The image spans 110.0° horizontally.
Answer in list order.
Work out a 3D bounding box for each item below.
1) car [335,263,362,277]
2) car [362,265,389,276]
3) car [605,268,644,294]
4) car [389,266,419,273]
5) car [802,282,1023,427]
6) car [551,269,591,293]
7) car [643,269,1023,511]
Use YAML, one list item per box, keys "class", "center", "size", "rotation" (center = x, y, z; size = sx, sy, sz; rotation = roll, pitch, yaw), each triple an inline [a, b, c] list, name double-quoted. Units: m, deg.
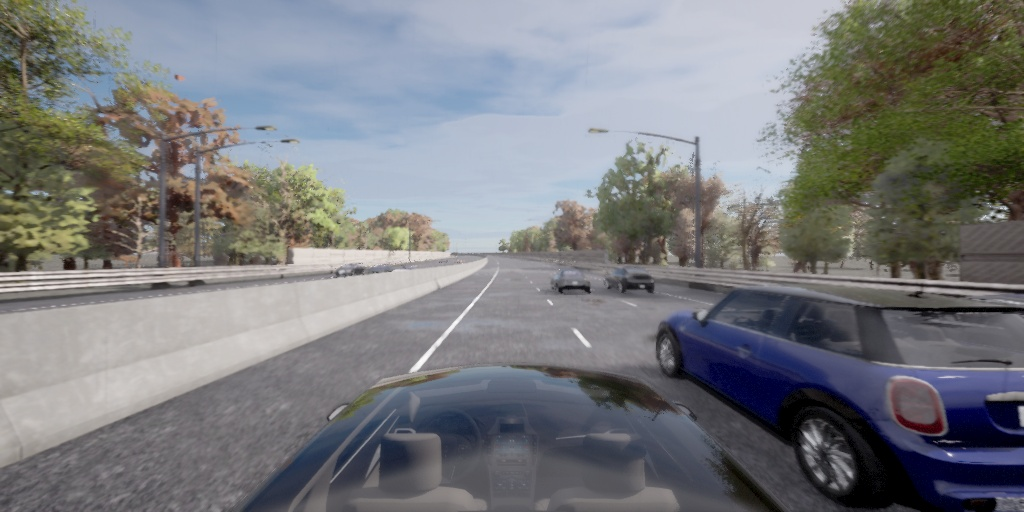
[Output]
- class: "car"
  center: [-17.770, 1.553, 39.738]
  size: [2.128, 1.511, 4.902]
  rotation: [0, 0, -1]
- class: "car"
  center: [-14.266, 1.624, 39.278]
  size: [1.994, 1.385, 4.181]
  rotation: [0, 0, -1]
- class: "car"
  center: [7.074, 1.438, 21.887]
  size: [1.837, 1.490, 4.892]
  rotation: [0, -1, 0]
- class: "car"
  center: [-10.747, 1.650, 37.139]
  size: [1.895, 1.301, 4.718]
  rotation: [0, 0, -1]
- class: "car"
  center: [7.101, 1.272, 4.995]
  size: [2.128, 1.511, 4.902]
  rotation: [0, -1, 0]
- class: "car"
  center: [3.571, 1.501, 22.380]
  size: [1.994, 1.385, 4.181]
  rotation: [0, -1, 0]
- class: "car"
  center: [3.600, 1.129, 4.564]
  size: [2.097, 1.767, 4.553]
  rotation: [0, 0, 0]
